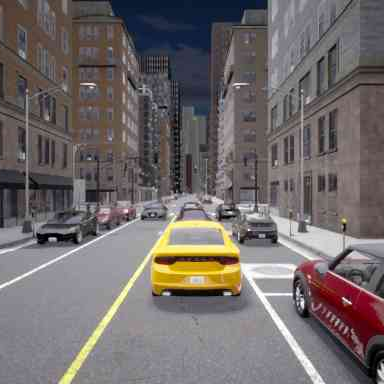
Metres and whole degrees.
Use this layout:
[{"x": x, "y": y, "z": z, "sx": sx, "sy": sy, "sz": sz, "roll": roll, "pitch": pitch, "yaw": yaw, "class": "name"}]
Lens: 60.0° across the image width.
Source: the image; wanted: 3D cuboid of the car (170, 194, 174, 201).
[{"x": -5.650, "y": 1.617, "z": 74.644, "sx": 2.008, "sy": 1.369, "sz": 4.403, "roll": 0, "pitch": 0, "yaw": 0, "class": "car"}]

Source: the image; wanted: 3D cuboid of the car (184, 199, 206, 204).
[{"x": -0.013, "y": 1.530, "z": 26.454, "sx": 1.812, "sy": 1.442, "sz": 4.674, "roll": 0, "pitch": 0, "yaw": 1, "class": "car"}]

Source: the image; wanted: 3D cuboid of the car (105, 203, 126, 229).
[{"x": -5.680, "y": 1.584, "z": 21.222, "sx": 1.802, "sy": 1.307, "sz": 4.206, "roll": 0, "pitch": 0, "yaw": 0, "class": "car"}]

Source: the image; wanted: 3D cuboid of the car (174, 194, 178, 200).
[{"x": -5.628, "y": 1.639, "z": 90.699, "sx": 1.752, "sy": 1.417, "sz": 4.829, "roll": 0, "pitch": 0, "yaw": 0, "class": "car"}]

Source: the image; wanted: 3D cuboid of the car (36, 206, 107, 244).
[{"x": -5.677, "y": 1.567, "z": 15.721, "sx": 1.947, "sy": 1.339, "sz": 4.313, "roll": 0, "pitch": 0, "yaw": 0, "class": "car"}]

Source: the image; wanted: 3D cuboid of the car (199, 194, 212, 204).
[{"x": 2.860, "y": 1.485, "z": 63.818, "sx": 1.967, "sy": 1.590, "sz": 4.097, "roll": 0, "pitch": 0, "yaw": 0, "class": "car"}]

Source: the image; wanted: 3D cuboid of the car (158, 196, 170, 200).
[{"x": -5.665, "y": 1.627, "z": 63.827, "sx": 1.802, "sy": 1.307, "sz": 4.206, "roll": 0, "pitch": 0, "yaw": 0, "class": "car"}]

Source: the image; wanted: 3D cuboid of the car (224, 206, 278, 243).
[{"x": 2.848, "y": 1.552, "z": 15.725, "sx": 2.008, "sy": 1.369, "sz": 4.403, "roll": 0, "pitch": 0, "yaw": 0, "class": "car"}]

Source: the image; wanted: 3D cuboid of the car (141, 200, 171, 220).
[{"x": -3.013, "y": 1.590, "z": 27.499, "sx": 1.994, "sy": 1.385, "sz": 4.181, "roll": 0, "pitch": 0, "yaw": 0, "class": "car"}]

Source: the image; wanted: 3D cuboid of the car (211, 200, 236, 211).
[{"x": 2.843, "y": 1.570, "z": 26.727, "sx": 1.947, "sy": 1.339, "sz": 4.313, "roll": 0, "pitch": 0, "yaw": 0, "class": "car"}]

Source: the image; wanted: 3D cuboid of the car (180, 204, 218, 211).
[{"x": 0.098, "y": 1.566, "z": 17.643, "sx": 1.994, "sy": 1.385, "sz": 4.181, "roll": 0, "pitch": 0, "yaw": -1, "class": "car"}]

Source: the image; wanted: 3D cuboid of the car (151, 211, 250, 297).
[{"x": 0.090, "y": 1.478, "z": 8.649, "sx": 1.882, "sy": 1.535, "sz": 5.008, "roll": 0, "pitch": 0, "yaw": 0, "class": "car"}]

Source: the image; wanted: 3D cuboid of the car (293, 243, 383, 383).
[{"x": 2.853, "y": 1.440, "z": 4.722, "sx": 1.967, "sy": 1.590, "sz": 4.097, "roll": 0, "pitch": 0, "yaw": 0, "class": "car"}]

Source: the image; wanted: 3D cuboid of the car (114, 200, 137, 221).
[{"x": -5.683, "y": 1.444, "z": 26.724, "sx": 1.967, "sy": 1.590, "sz": 4.097, "roll": 0, "pitch": 0, "yaw": 0, "class": "car"}]
